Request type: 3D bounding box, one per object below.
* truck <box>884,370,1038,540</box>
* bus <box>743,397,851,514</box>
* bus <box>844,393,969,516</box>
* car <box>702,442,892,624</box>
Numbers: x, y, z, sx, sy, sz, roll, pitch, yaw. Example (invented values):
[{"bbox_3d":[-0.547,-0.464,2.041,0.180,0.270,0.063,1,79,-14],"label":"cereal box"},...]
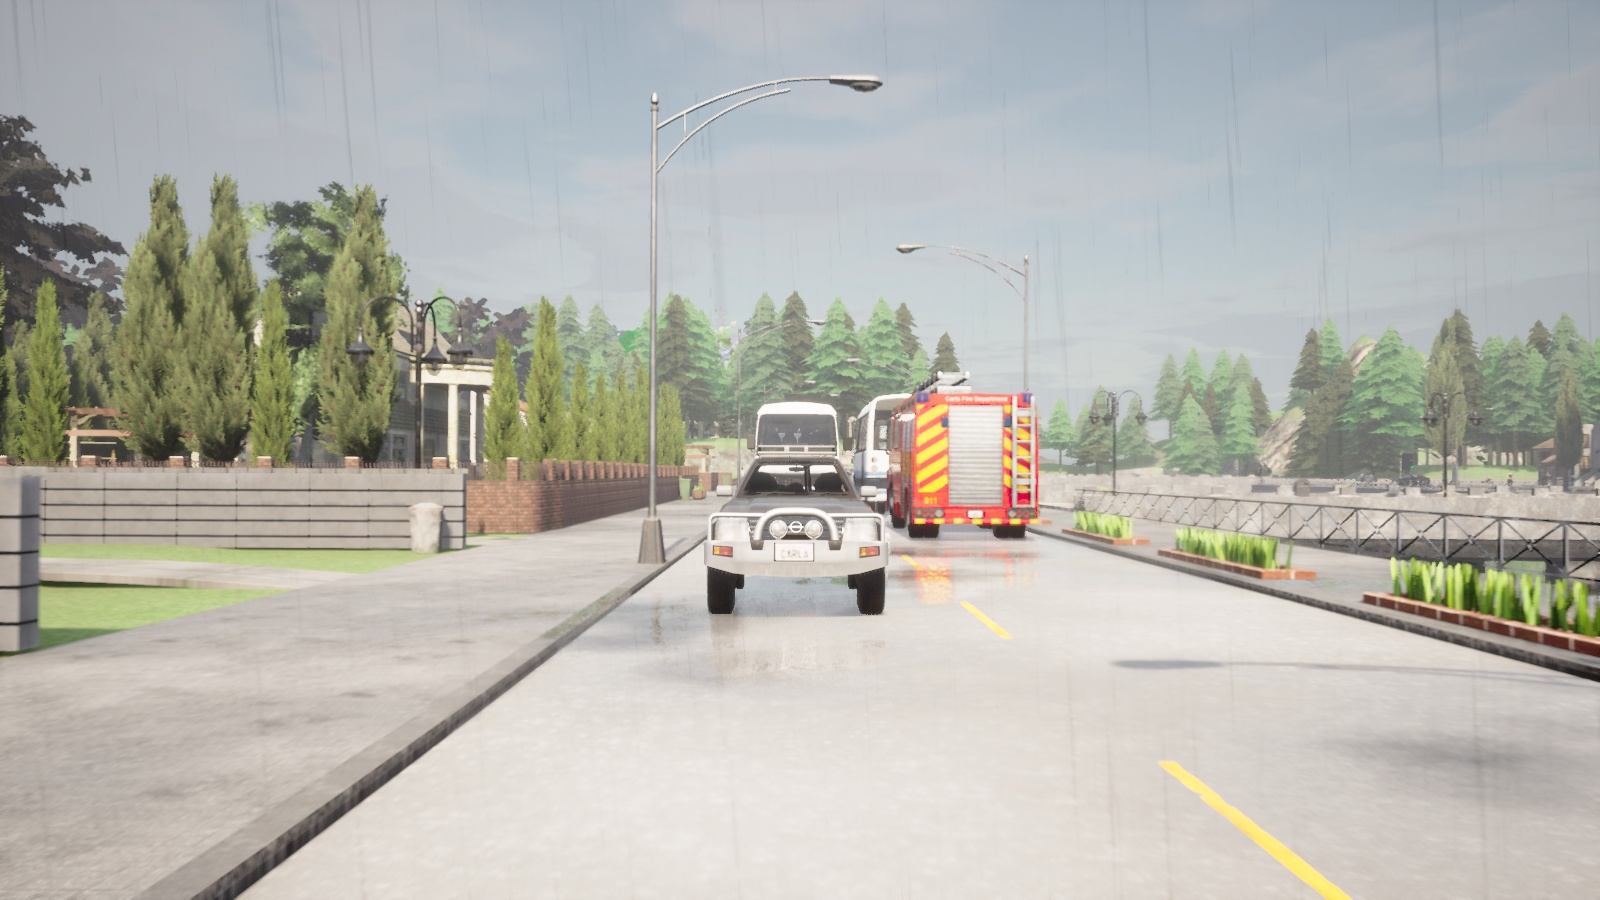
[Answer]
[{"bbox_3d":[3.919,0.180,32.608,2.891,3.827,8.468,0,-1,0],"label":"truck"},{"bbox_3d":[-0.125,0.292,50.964,3.944,4.253,10.273,0,-1,0],"label":"bus"},{"bbox_3d":[3.880,0.240,48.852,3.944,4.253,10.273,0,-1,0],"label":"bus"},{"bbox_3d":[-0.036,0.885,15.123,1.932,1.855,4.605,0,-1,0],"label":"car"}]
